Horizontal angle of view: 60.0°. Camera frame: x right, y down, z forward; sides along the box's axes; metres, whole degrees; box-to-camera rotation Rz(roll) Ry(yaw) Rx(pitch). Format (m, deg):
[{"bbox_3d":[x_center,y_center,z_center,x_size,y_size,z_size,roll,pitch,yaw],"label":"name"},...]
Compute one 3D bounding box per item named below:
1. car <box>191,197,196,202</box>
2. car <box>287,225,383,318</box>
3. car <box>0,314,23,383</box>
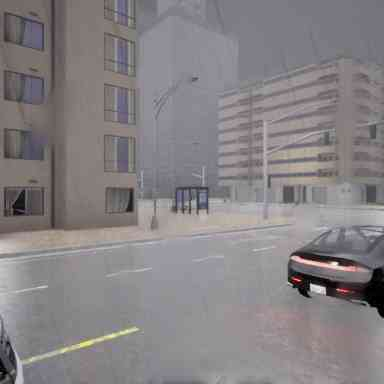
[{"bbox_3d":[-1.265,1.581,76.048,4.902,1.511,2.128,0,0,-40],"label":"car"},{"bbox_3d":[4.096,1.492,7.353,4.902,1.511,2.128,0,0,-39],"label":"car"},{"bbox_3d":[-3.785,1.221,1.347,5.566,2.045,2.150,0,0,-32],"label":"car"}]
